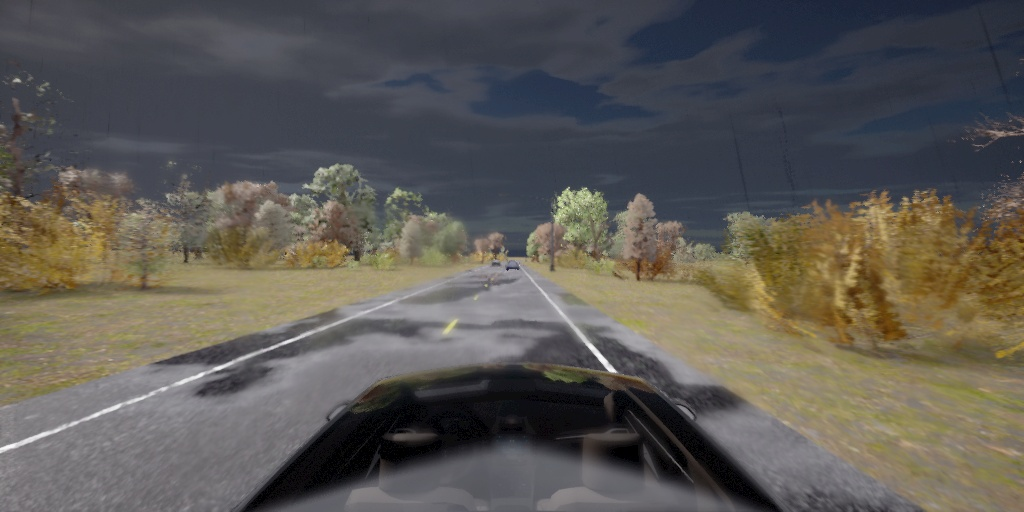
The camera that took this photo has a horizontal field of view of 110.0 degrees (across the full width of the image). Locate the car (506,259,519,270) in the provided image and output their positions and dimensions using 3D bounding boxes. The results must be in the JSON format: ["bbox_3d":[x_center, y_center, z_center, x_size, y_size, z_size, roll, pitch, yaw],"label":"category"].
[{"bbox_3d":[0.104,1.467,56.857,1.994,1.385,4.181,0,0,0],"label":"car"}]
